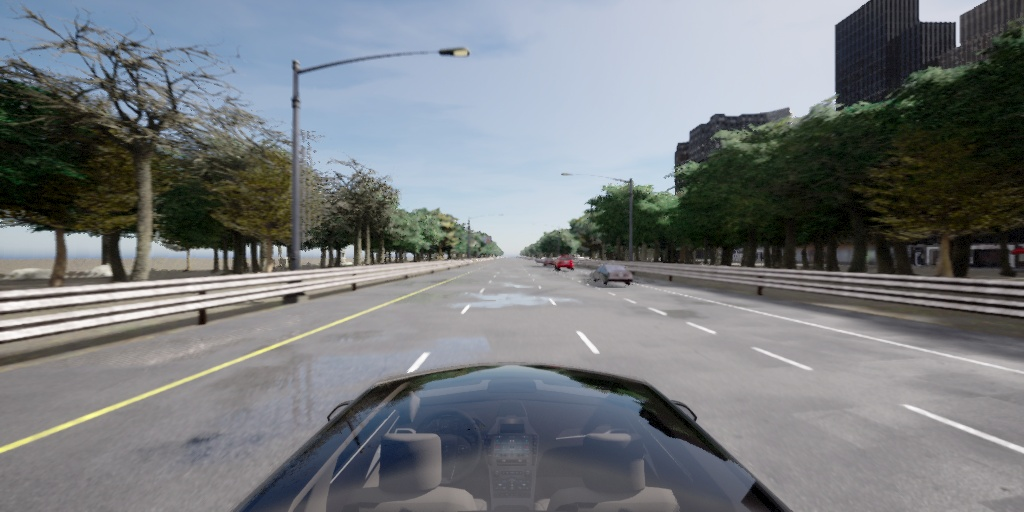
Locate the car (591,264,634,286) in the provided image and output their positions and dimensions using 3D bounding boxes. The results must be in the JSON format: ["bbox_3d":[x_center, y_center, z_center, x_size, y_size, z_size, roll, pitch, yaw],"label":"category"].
[{"bbox_3d":[7.043,1.304,25.699,2.033,1.411,5.357,0,0,0],"label":"car"}]

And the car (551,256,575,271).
[{"bbox_3d":[7.130,0.987,49.672,2.150,2.045,5.566,0,0,0],"label":"car"}]
